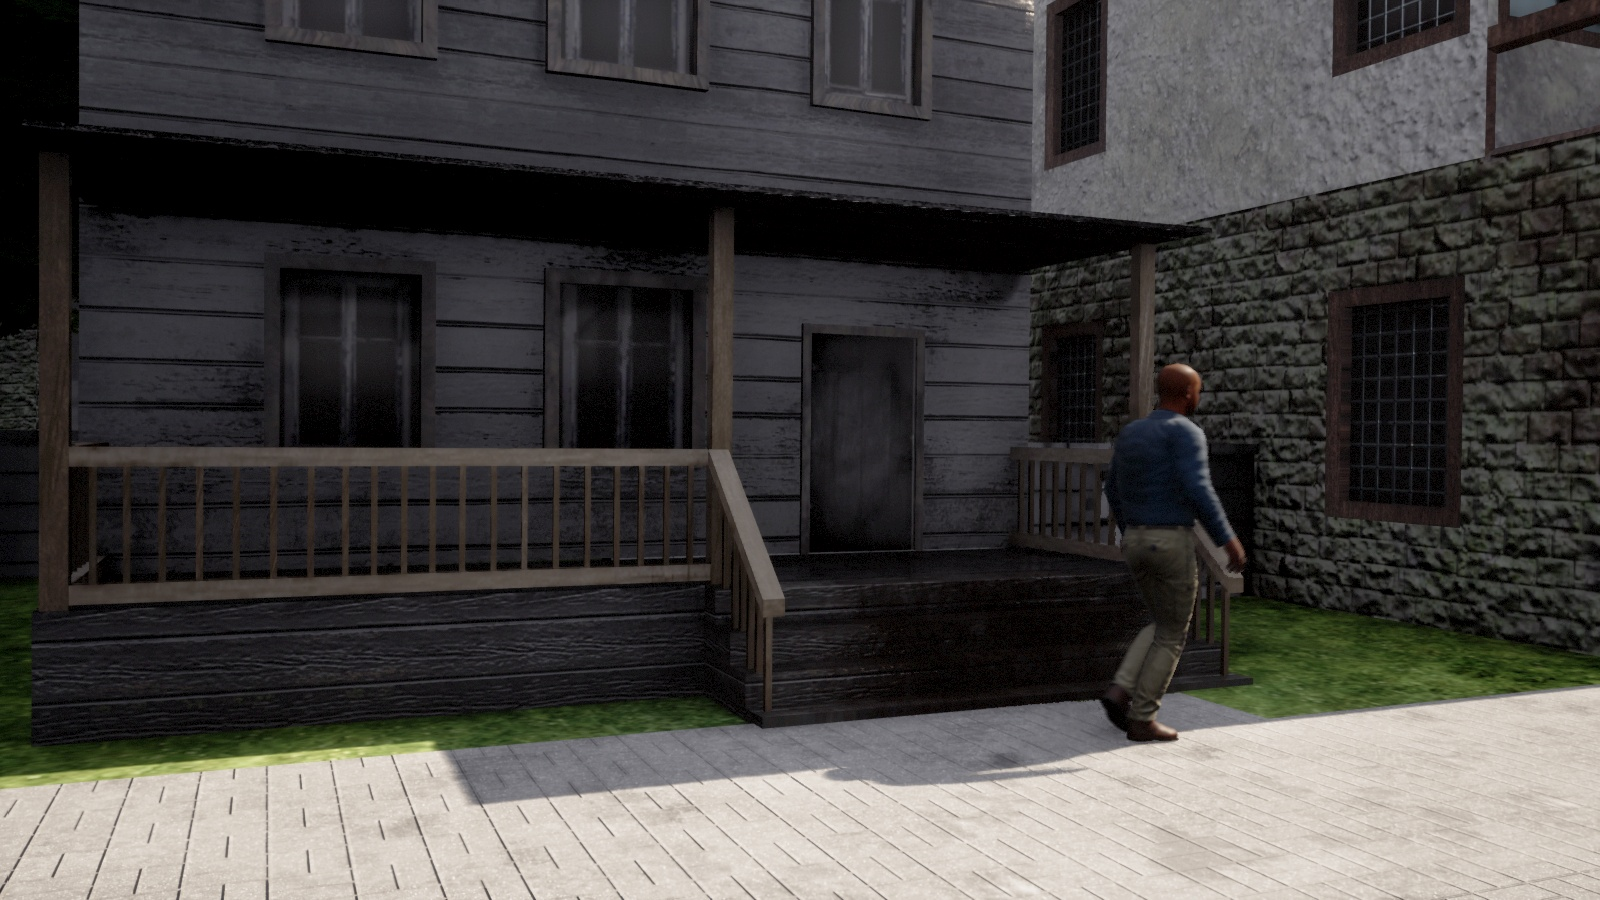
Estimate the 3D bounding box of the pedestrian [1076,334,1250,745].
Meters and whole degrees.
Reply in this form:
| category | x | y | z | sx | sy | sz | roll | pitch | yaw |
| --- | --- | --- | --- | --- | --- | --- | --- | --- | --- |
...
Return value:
| category | x | y | z | sx | sy | sz | roll | pitch | yaw |
| --- | --- | --- | --- | --- | --- | --- | --- | --- | --- |
| pedestrian | 1.713 | 0.393 | 5.923 | 0.726 | 1.835 | 0.370 | -1 | 1 | -27 |
